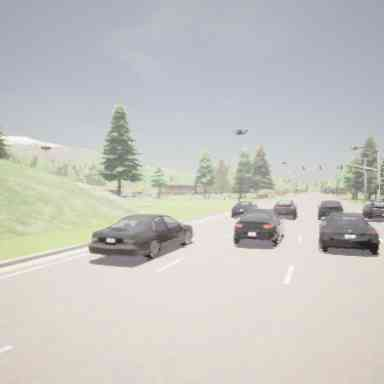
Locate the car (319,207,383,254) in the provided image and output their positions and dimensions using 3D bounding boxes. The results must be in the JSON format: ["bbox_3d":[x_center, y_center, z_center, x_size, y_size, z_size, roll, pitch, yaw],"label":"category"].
[{"bbox_3d":[6.301,1.538,13.616,1.994,1.385,4.181,0,0,21],"label":"car"}]

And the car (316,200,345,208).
[{"bbox_3d":[11.425,1.454,27.420,1.837,1.490,4.892,0,0,21],"label":"car"}]

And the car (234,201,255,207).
[{"bbox_3d":[4.916,1.510,29.998,1.994,1.385,4.181,0,0,21],"label":"car"}]

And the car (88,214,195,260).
[{"bbox_3d":[-1.593,1.525,12.539,2.033,1.411,5.357,0,0,21],"label":"car"}]

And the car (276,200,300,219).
[{"bbox_3d":[8.154,1.439,28.663,2.128,1.511,4.902,0,0,21],"label":"car"}]

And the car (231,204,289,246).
[{"bbox_3d":[3.190,1.498,15.284,1.812,1.442,4.674,0,0,21],"label":"car"}]

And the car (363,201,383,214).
[{"bbox_3d":[14.715,1.442,26.224,2.128,1.511,4.902,0,0,21],"label":"car"}]
